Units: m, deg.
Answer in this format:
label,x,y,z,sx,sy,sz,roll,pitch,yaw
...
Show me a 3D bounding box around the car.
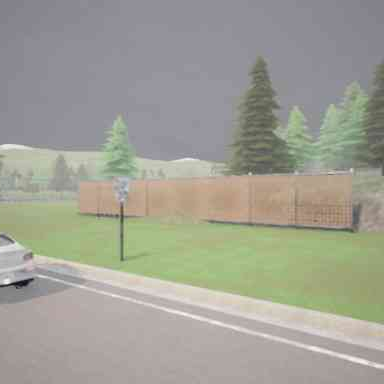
label,x,y,z,sx,sy,sz,roll,pitch,yaw
car,-5.576,1.532,7.981,4.674,1.442,1.812,0,0,36
